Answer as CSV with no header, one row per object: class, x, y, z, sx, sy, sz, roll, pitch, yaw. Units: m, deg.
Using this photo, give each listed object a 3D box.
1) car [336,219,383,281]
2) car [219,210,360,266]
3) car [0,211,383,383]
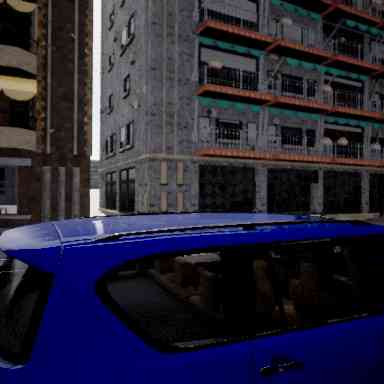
car,6.543,1.561,9.770,4.181,1.385,1.994,0,0,-26
car,3.538,1.502,11.926,4.892,1.490,1.837,0,0,-26
car,0.983,1.221,3.239,5.566,2.045,2.150,0,0,-26
